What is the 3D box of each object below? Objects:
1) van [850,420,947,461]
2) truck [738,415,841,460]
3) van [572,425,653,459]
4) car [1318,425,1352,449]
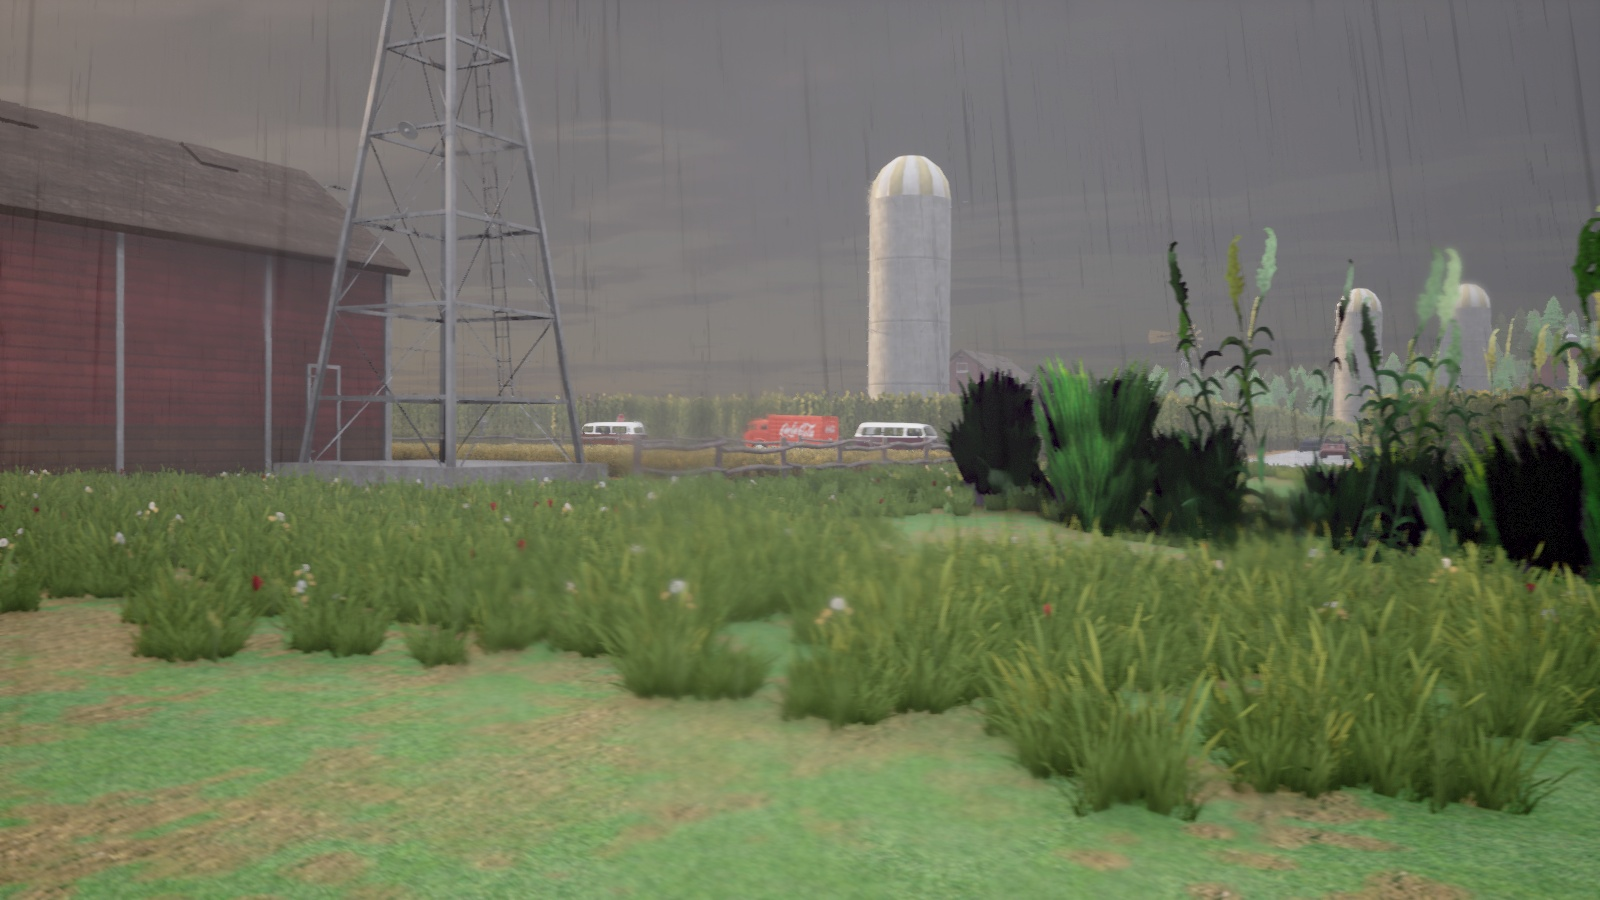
[{"bbox_3d":[5.067,-0.470,64.414,4.480,2.038,2.069,0,1,28],"label":"van"},{"bbox_3d":[-0.575,-0.710,70.914,5.204,2.467,2.627,1,1,28],"label":"truck"},{"bbox_3d":[-11.456,-0.485,76.697,4.480,2.038,2.069,0,1,28],"label":"van"},{"bbox_3d":[36.901,-0.914,86.552,1.851,1.617,3.988,0,1,28],"label":"car"}]
